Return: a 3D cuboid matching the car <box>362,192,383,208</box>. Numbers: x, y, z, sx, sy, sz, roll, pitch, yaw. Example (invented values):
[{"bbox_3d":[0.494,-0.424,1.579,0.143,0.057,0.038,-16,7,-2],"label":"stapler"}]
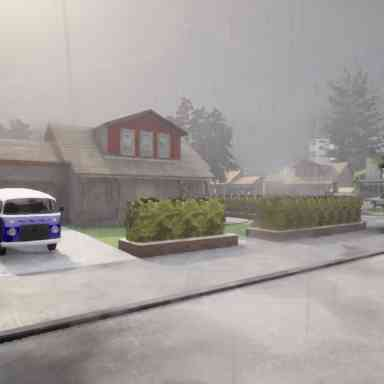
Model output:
[{"bbox_3d":[22.966,0.985,40.708,3.866,1.878,1.905,0,0,-1],"label":"car"}]
